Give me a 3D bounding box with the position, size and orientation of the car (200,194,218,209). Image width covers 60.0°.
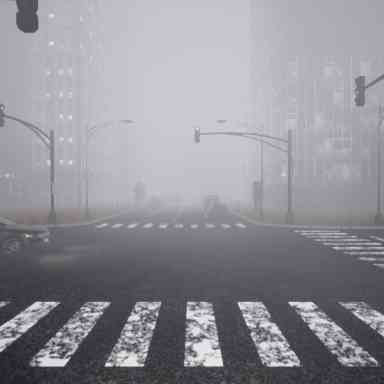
[{"bbox_3d":[2.530,1.297,43.152,2.192,1.841,5.009,-1,0,0],"label":"car"}]

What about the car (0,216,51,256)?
[{"bbox_3d":[-7.784,1.536,12.465,4.674,1.442,1.812,0,0,0],"label":"car"}]

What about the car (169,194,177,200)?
[{"bbox_3d":[-5.346,1.384,92.846,1.967,1.590,4.097,-1,0,0],"label":"car"}]

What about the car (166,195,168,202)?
[{"bbox_3d":[-5.336,1.557,54.175,1.802,1.307,4.206,-1,0,0],"label":"car"}]

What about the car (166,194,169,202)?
[{"bbox_3d":[-5.341,1.403,70.748,1.967,1.590,4.097,-1,0,0],"label":"car"}]

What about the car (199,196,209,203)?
[{"bbox_3d":[2.540,1.508,70.774,1.887,1.381,4.507,-1,0,0],"label":"car"}]

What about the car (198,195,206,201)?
[{"bbox_3d":[2.539,1.536,81.824,1.802,1.307,4.206,-1,0,0],"label":"car"}]

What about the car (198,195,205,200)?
[{"bbox_3d":[2.536,1.489,92.873,1.887,1.381,4.507,-1,0,0],"label":"car"}]

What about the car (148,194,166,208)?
[{"bbox_3d":[-5.337,1.419,48.650,1.967,1.590,4.097,-1,0,0],"label":"car"}]

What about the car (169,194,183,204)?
[{"bbox_3d":[-2.763,1.320,64.366,2.097,1.767,4.553,0,0,0],"label":"car"}]

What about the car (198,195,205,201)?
[{"bbox_3d":[2.537,1.474,87.518,1.752,1.417,4.829,-1,0,0],"label":"car"}]

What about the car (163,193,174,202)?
[{"bbox_3d":[-5.344,1.273,76.273,2.192,1.841,5.009,-1,0,0],"label":"car"}]

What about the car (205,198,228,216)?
[{"bbox_3d":[2.516,1.569,32.102,1.802,1.307,4.206,-1,0,0],"label":"car"}]
